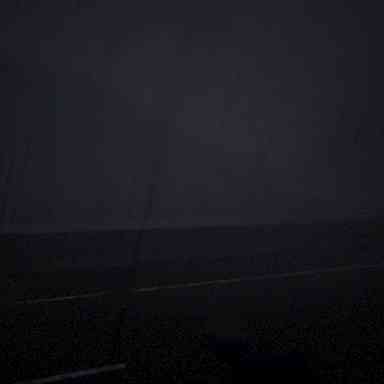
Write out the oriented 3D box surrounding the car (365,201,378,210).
[{"bbox_3d":[32.465,2.370,60.302,1.882,1.535,5.008,-1,-1,24],"label":"car"}]
